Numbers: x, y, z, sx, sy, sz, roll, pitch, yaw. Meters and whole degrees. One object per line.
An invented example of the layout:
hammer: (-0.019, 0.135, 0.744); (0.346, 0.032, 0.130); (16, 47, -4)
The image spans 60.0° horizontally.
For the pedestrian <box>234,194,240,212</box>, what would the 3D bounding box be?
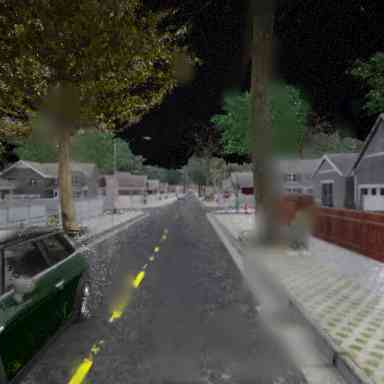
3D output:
pedestrian: (4.518, 1.113, 33.457); (0.375, 1.860, 0.375); (0, 0, 0)

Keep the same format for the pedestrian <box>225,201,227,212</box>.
pedestrian: (3.518, 1.494, 34.659); (0.500, 1.100, 0.500); (0, 0, 0)

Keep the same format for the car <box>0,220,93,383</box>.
car: (-2.850, 1.349, 4.147); (2.097, 1.767, 4.553); (0, 0, 0)

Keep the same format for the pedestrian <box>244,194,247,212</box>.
pedestrian: (5.519, 1.107, 34.057); (0.375, 1.860, 0.375); (0, 0, 0)

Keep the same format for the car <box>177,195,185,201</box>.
car: (-2.729, 1.391, 83.542); (1.882, 1.535, 5.008); (0, 0, 0)
